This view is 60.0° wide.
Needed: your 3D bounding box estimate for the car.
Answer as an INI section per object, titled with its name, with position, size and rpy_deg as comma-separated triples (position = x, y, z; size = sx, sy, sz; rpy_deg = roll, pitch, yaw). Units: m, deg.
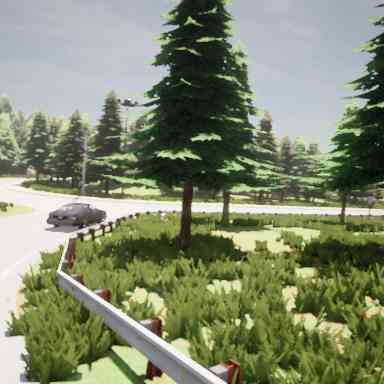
[car]
position = -7.074, 1.395, 20.964
size = 2.033, 1.411, 5.357
rpy_deg = 4, 2, 5
